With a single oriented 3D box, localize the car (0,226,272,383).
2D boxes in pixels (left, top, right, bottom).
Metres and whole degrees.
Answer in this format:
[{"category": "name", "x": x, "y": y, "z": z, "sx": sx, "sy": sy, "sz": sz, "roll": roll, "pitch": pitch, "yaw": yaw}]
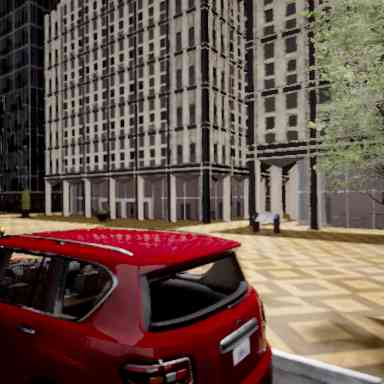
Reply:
[{"category": "car", "x": -1.558, "y": 1.350, "z": 3.990, "sx": 5.009, "sy": 1.841, "sz": 2.192, "roll": -1, "pitch": -1, "yaw": 36}]
